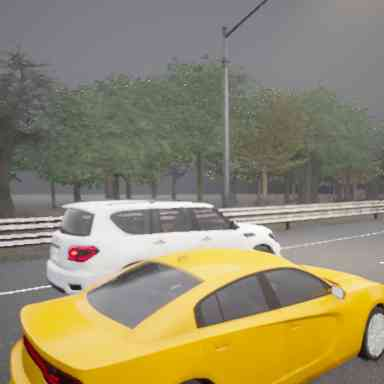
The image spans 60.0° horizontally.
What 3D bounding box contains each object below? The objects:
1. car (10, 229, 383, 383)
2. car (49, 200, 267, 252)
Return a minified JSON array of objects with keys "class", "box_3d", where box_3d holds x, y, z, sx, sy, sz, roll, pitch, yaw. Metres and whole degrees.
[{"class":"car","box_3d":[0.582,1.465,4.164,5.008,1.535,1.882,0,0,-36]},{"class":"car","box_3d":[-0.380,1.201,7.797,5.566,2.045,2.150,0,0,-36]}]
